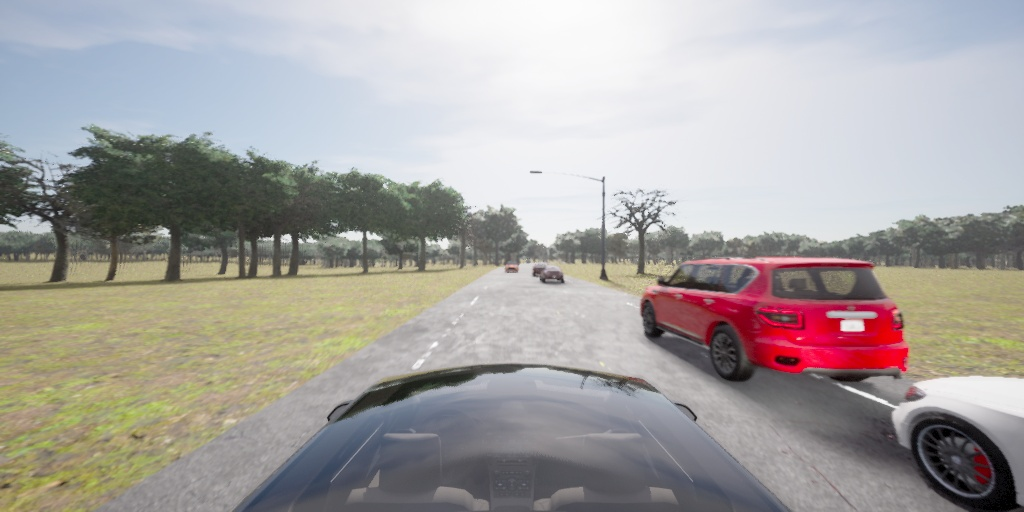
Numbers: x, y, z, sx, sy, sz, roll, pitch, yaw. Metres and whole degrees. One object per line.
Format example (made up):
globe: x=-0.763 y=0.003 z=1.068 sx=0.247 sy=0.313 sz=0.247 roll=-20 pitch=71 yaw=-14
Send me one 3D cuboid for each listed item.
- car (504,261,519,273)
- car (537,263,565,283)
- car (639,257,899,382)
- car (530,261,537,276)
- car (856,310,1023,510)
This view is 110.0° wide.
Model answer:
car: x=-0.029 y=1.548 z=52.747 sx=2.097 sy=1.767 sz=4.553 roll=0 pitch=0 yaw=0
car: x=3.495 y=1.555 z=31.732 sx=1.812 sy=1.442 sz=4.674 roll=0 pitch=0 yaw=0
car: x=4.546 y=1.051 z=7.477 sx=2.150 sy=2.045 sz=5.566 roll=0 pitch=0 yaw=0
car: x=3.444 y=1.614 z=43.588 sx=1.882 sy=1.535 sz=5.008 roll=0 pitch=0 yaw=0
car: x=4.541 y=1.303 z=1.425 sx=1.812 sy=1.442 sz=4.674 roll=0 pitch=0 yaw=0
